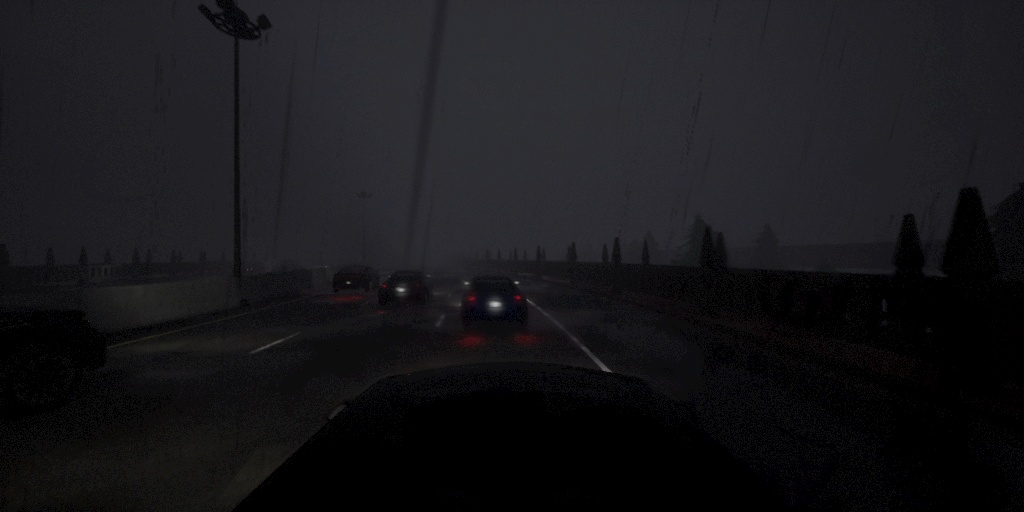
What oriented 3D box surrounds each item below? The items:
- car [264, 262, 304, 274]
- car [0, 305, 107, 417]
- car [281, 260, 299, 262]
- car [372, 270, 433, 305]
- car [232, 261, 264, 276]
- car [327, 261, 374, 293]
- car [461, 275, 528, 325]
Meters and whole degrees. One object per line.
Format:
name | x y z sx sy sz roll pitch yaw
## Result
car | -18.850 1.440 30.360 1.895 1.301 4.718 0 0 -17
car | -7.014 1.000 2.826 2.150 2.045 5.566 0 0 -1
car | -26.008 1.225 41.682 2.097 1.767 4.553 0 0 -17
car | -4.737 1.340 16.403 1.994 1.385 4.181 0 0 -8
car | -29.076 1.363 39.758 1.882 1.535 5.008 0 0 -17
car | -9.187 1.274 21.514 1.882 1.535 5.008 0 0 -11
car | -0.650 1.321 11.963 1.994 1.385 4.181 0 0 -5
